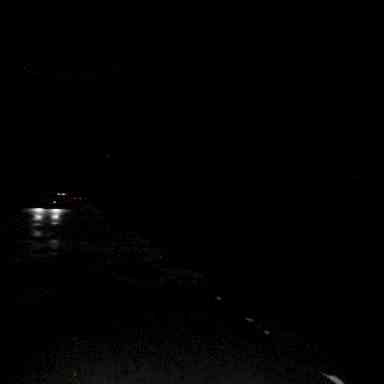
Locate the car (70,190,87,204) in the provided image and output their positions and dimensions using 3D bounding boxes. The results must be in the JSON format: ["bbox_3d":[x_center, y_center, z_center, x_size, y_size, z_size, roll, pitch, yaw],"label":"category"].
[{"bbox_3d":[-14.919,0.839,44.150,2.033,1.411,5.357,3,0,-21],"label":"car"}]

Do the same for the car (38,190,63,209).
[{"bbox_3d":[-14.297,0.810,33.470,1.837,1.490,4.892,3,0,-20],"label":"car"}]

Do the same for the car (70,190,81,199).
[{"bbox_3d":[-22.536,0.419,64.164,1.882,1.535,5.008,3,0,-20],"label":"car"}]
